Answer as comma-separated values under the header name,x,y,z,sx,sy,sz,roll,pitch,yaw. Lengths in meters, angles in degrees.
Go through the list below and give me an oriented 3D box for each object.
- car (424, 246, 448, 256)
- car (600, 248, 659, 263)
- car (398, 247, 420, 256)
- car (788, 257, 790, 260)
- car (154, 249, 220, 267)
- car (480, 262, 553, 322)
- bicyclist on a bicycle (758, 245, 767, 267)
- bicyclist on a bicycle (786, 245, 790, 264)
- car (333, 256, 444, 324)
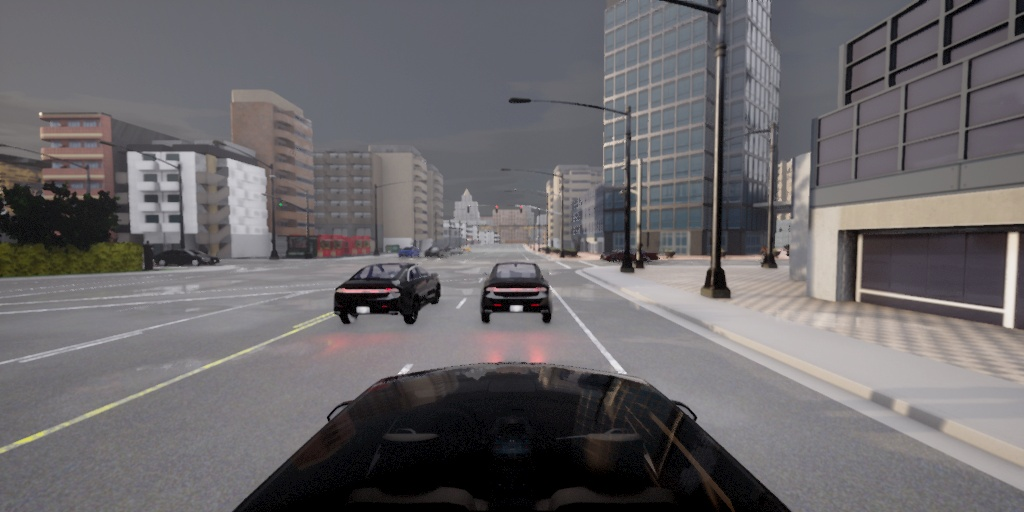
name,x,y,z,sx,sy,sz,roll,pitch,yaw
car,-10.467,-0.526,48.556,1.882,1.535,5.008,0,2,0
car,11.405,-0.045,34.985,5.357,1.411,2.033,0,2,0
car,-13.963,-0.529,48.823,1.882,1.535,5.008,0,3,0
car,29.605,-0.125,34.701,4.902,1.511,2.128,0,2,1
car,-28.680,0.158,31.715,4.892,1.490,1.837,1,2,1
car,0.119,0.921,10.778,2.128,1.511,4.902,0,2,0
bicyclist on a bicycle,19.215,0.023,27.235,1.656,1.620,0.582,-2,3,-23
bicyclist on a bicycle,21.130,-0.057,27.014,1.656,1.620,0.582,-23,-4,-26
car,-3.384,0.935,10.588,2.128,1.511,4.902,0,2,0
